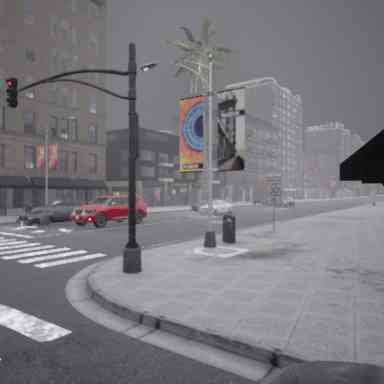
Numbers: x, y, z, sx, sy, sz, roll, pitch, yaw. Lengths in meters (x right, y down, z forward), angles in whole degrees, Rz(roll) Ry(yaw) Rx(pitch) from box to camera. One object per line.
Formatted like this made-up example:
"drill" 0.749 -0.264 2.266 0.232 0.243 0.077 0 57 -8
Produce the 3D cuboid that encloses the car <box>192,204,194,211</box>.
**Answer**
"car" 1.862 1.541 38.903 1.837 1.490 4.892 0 0 35

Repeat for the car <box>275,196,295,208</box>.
"car" 13.975 1.442 50.283 2.097 1.767 4.553 0 0 35

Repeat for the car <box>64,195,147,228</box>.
"car" -5.497 1.233 22.827 2.150 2.045 5.566 0 0 35

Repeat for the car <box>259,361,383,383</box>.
"car" 2.169 1.551 1.301 4.403 1.369 2.008 0 0 35

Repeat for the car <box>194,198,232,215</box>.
"car" 2.499 1.563 34.174 1.812 1.442 4.674 0 1 35

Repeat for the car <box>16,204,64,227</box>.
"car" -9.221 1.549 23.191 2.033 1.411 5.357 0 0 35
